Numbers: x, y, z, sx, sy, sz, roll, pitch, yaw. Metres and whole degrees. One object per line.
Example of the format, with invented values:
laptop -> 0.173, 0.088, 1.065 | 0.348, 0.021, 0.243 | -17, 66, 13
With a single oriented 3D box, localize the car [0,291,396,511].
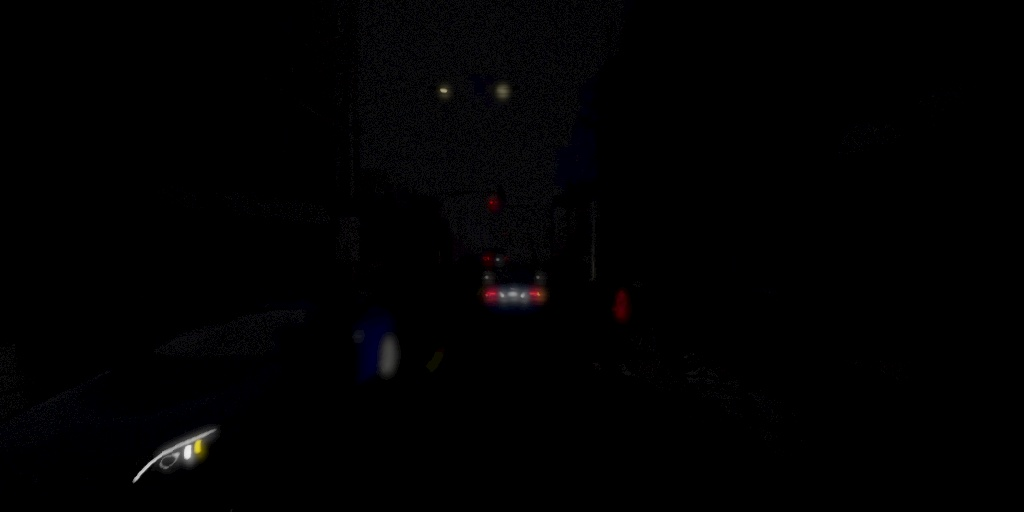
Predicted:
car -> -2.845, 1.218, 4.361 | 1.812, 1.442, 4.674 | 0, 1, 0

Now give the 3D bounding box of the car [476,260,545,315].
car -> 0.079, 1.060, 12.324 | 2.033, 1.411, 5.357 | 0, 1, 0

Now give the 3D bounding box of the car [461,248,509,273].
car -> -2.181, 0.373, 28.256 | 2.150, 2.045, 5.566 | 0, 1, -29
